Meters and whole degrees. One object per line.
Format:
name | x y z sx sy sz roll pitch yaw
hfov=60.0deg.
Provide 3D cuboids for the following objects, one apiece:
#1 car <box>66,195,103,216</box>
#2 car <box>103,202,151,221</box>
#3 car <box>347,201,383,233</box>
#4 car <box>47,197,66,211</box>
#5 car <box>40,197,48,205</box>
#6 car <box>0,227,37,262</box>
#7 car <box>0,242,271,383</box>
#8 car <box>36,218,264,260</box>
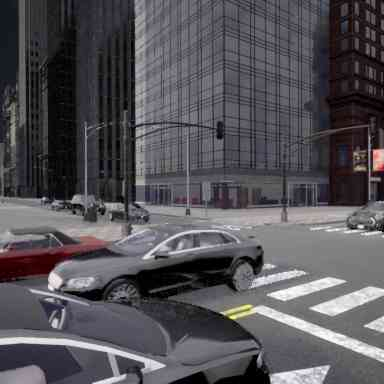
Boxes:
car | -10.740 1.293 34.130 2.150 2.045 5.566 0 0 -36
car | -4.991 1.555 26.028 1.837 1.490 4.892 0 0 -35
car | 11.219 1.356 19.816 4.553 1.767 2.097 0 0 -36
car | -16.541 1.659 42.328 1.994 1.385 4.181 0 0 -36
car | -27.626 1.651 63.473 1.837 1.490 4.892 0 0 -35
car | -4.498 1.601 8.468 4.718 1.301 1.895 0 0 -36
car | -1.493 1.491 2.373 4.902 1.511 2.128 0 0 -36
car | -0.510 1.491 7.337 4.902 1.511 2.128 0 0 -36
